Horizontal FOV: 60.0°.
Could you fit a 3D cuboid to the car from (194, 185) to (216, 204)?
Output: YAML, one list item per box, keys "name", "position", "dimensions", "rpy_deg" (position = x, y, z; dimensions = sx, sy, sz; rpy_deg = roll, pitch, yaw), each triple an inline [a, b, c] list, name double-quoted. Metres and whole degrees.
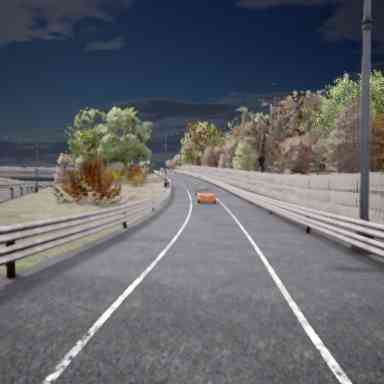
- name: "car"
  position: [1.666, 0.366, 39.591]
  dimensions: [2.097, 1.767, 4.553]
  rpy_deg: [0, 3, -1]

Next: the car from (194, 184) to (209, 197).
- name: "car"
  position: [1.390, -0.256, 50.463]
  dimensions: [1.837, 1.490, 4.892]
  rpy_deg: [0, 5, -3]
